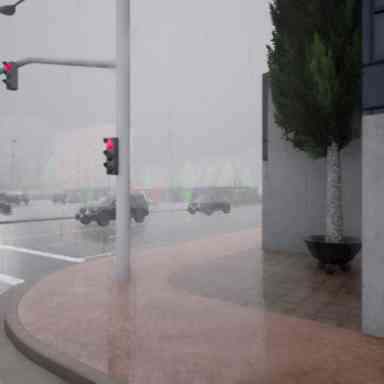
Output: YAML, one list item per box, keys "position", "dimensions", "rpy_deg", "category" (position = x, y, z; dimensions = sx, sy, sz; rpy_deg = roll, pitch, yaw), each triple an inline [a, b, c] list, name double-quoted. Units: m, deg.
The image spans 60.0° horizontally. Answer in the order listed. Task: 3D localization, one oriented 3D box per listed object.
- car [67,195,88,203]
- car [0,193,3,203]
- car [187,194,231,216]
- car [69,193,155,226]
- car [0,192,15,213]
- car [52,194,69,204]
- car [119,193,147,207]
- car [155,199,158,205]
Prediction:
- position: [-21.384, 1.362, 62.192]
  dimensions: [3.905, 1.438, 1.784]
  rpy_deg: [0, 0, 35]
  category: "car"
- position: [-38.606, 1.151, 64.073]
  dimensions: [4.605, 1.855, 1.932]
  rpy_deg: [0, 0, 35]
  category: "car"
- position: [1.835, 1.222, 33.563]
  dimensions: [2.150, 2.045, 5.566]
  rpy_deg: [0, 0, 37]
  category: "car"
- position: [-5.502, 1.221, 23.752]
  dimensions: [2.150, 2.045, 5.566]
  rpy_deg: [0, 0, 37]
  category: "car"
- position: [-20.166, 1.155, 33.718]
  dimensions: [3.866, 1.878, 1.905]
  rpy_deg: [0, 0, 35]
  category: "car"
- position: [-23.115, 1.151, 59.869]
  dimensions: [4.605, 1.855, 1.932]
  rpy_deg: [0, 0, 35]
  category: "car"
- position: [-8.824, 1.155, 49.732]
  dimensions: [3.866, 1.878, 1.905]
  rpy_deg: [0, 0, 35]
  category: "car"
- position: [-7.138, 1.394, 52.085]
  dimensions: [3.806, 1.475, 1.970]
  rpy_deg: [0, 0, 35]
  category: "car"
